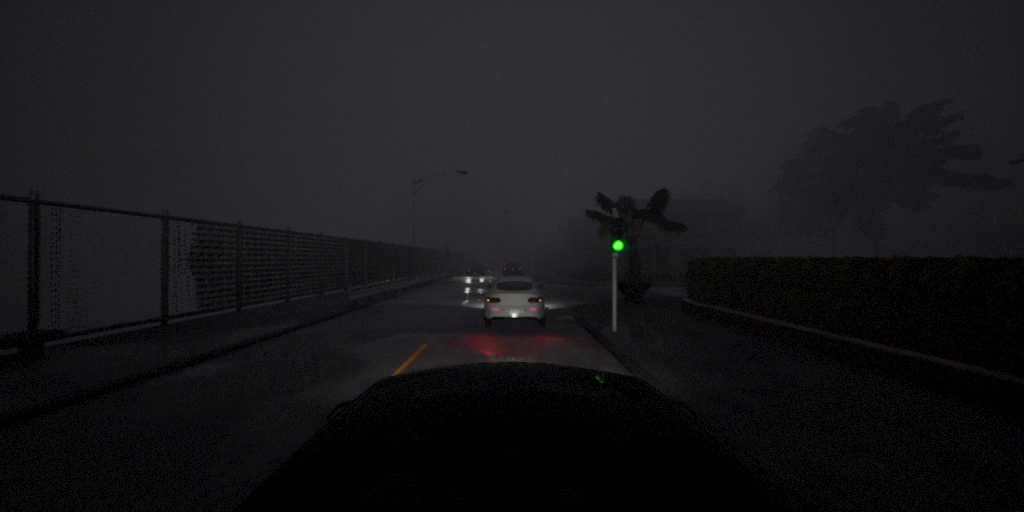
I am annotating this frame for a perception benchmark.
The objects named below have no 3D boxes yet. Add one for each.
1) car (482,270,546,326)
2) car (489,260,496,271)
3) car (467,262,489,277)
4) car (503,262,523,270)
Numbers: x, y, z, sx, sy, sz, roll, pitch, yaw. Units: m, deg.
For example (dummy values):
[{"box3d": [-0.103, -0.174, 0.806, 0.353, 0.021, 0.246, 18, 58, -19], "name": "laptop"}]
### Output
[{"box3d": [0.124, 1.365, 11.971, 1.812, 1.442, 4.674, 0, -1, 2], "name": "car"}, {"box3d": [-4.088, 1.775, 58.828, 1.812, 1.442, 4.674, 0, 0, 0], "name": "car"}, {"box3d": [-4.113, 1.631, 42.233, 1.812, 1.442, 4.674, 0, 0, 0], "name": "car"}, {"box3d": [0.081, 1.428, 39.034, 2.097, 1.767, 4.553, 0, -1, 0], "name": "car"}]
